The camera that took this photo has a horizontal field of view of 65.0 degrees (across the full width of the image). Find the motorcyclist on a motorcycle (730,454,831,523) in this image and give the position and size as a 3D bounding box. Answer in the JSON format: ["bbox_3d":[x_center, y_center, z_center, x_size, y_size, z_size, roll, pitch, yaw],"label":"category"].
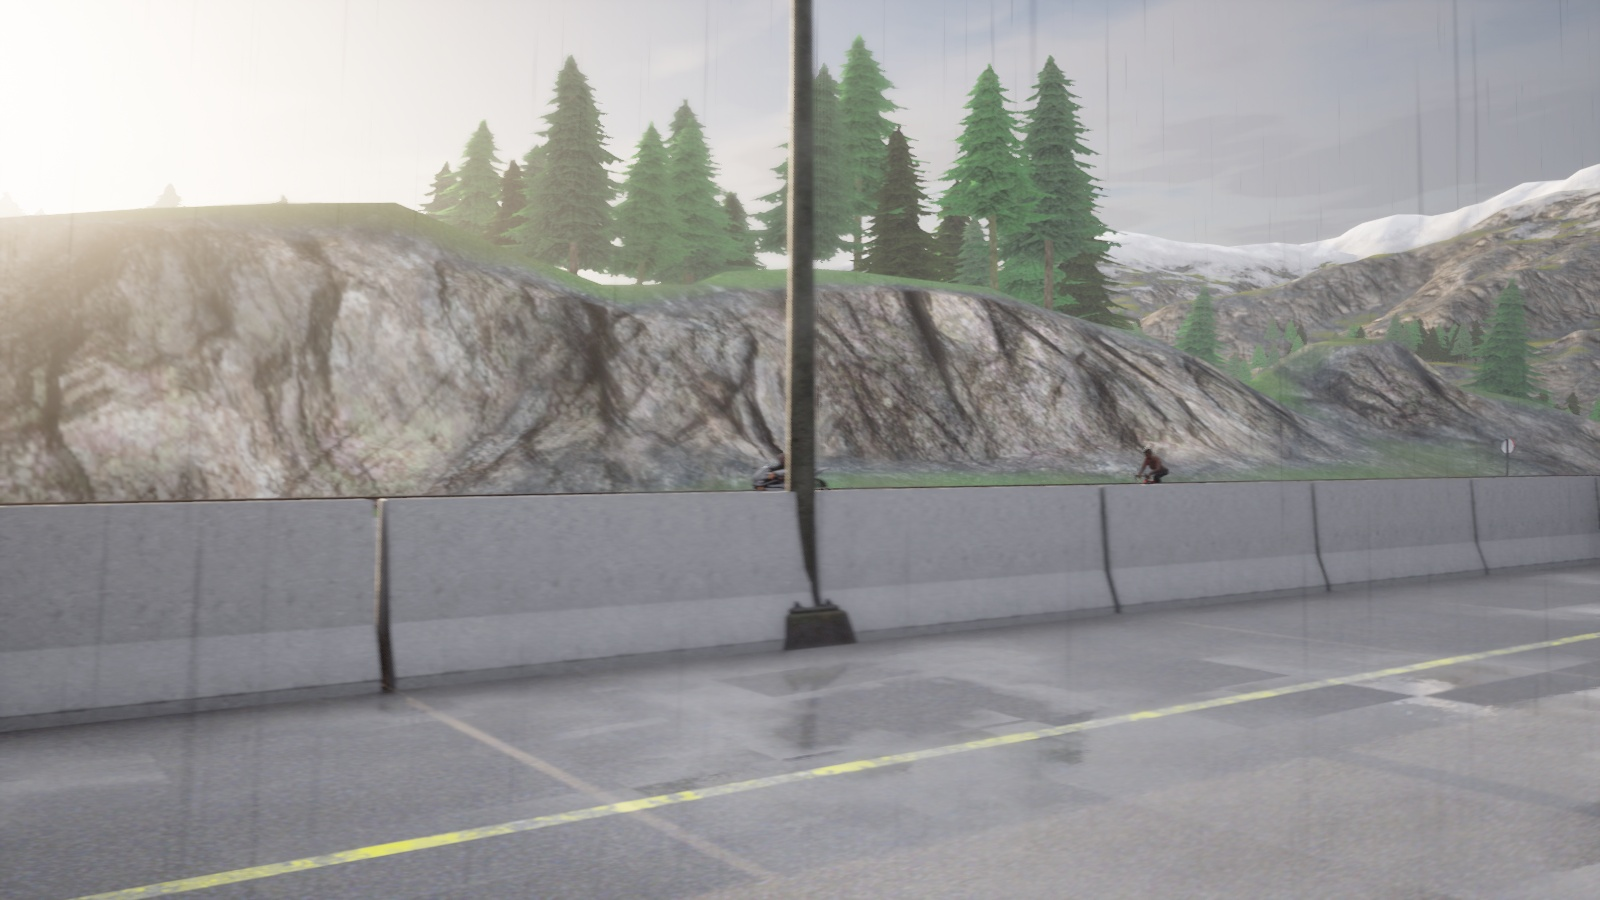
[{"bbox_3d":[-0.438,0.851,28.940,2.191,1.530,0.866,0,0,-35],"label":"motorcyclist on a motorcycle"}]
